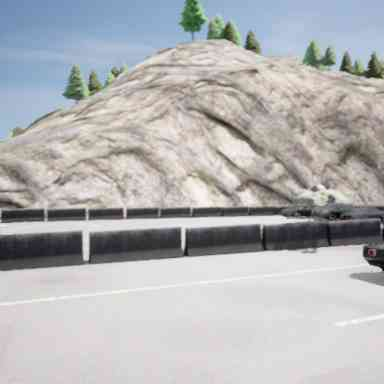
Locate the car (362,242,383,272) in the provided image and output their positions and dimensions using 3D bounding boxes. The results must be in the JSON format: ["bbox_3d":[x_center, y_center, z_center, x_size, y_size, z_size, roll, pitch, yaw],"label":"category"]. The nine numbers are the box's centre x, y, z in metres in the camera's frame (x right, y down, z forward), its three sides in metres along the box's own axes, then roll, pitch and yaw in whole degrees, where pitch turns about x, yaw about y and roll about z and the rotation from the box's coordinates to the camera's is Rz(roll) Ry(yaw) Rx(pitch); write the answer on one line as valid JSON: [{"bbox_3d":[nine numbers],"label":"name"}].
[{"bbox_3d":[7.380,1.739,9.644,4.718,1.301,1.895,0,-1,-23],"label":"car"}]

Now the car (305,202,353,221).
[{"bbox_3d":[13.432,1.781,31.352,4.553,1.767,2.097,0,-1,-23],"label":"car"}]

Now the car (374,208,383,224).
[{"bbox_3d":[16.231,1.914,24.934,4.181,1.385,1.994,0,-1,-23],"label":"car"}]

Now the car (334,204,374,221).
[{"bbox_3d":[14.516,1.951,28.010,4.181,1.385,1.994,0,-1,-23],"label":"car"}]

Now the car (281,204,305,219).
[{"bbox_3d":[11.437,1.970,34.311,4.892,1.490,1.837,0,-1,-23],"label":"car"}]
